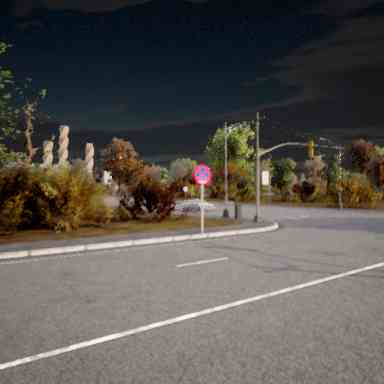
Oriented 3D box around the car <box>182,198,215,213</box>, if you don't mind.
[{"bbox_3d":[0.641,1.442,36.369,1.812,1.442,4.674,0,0,-32],"label":"car"}]
